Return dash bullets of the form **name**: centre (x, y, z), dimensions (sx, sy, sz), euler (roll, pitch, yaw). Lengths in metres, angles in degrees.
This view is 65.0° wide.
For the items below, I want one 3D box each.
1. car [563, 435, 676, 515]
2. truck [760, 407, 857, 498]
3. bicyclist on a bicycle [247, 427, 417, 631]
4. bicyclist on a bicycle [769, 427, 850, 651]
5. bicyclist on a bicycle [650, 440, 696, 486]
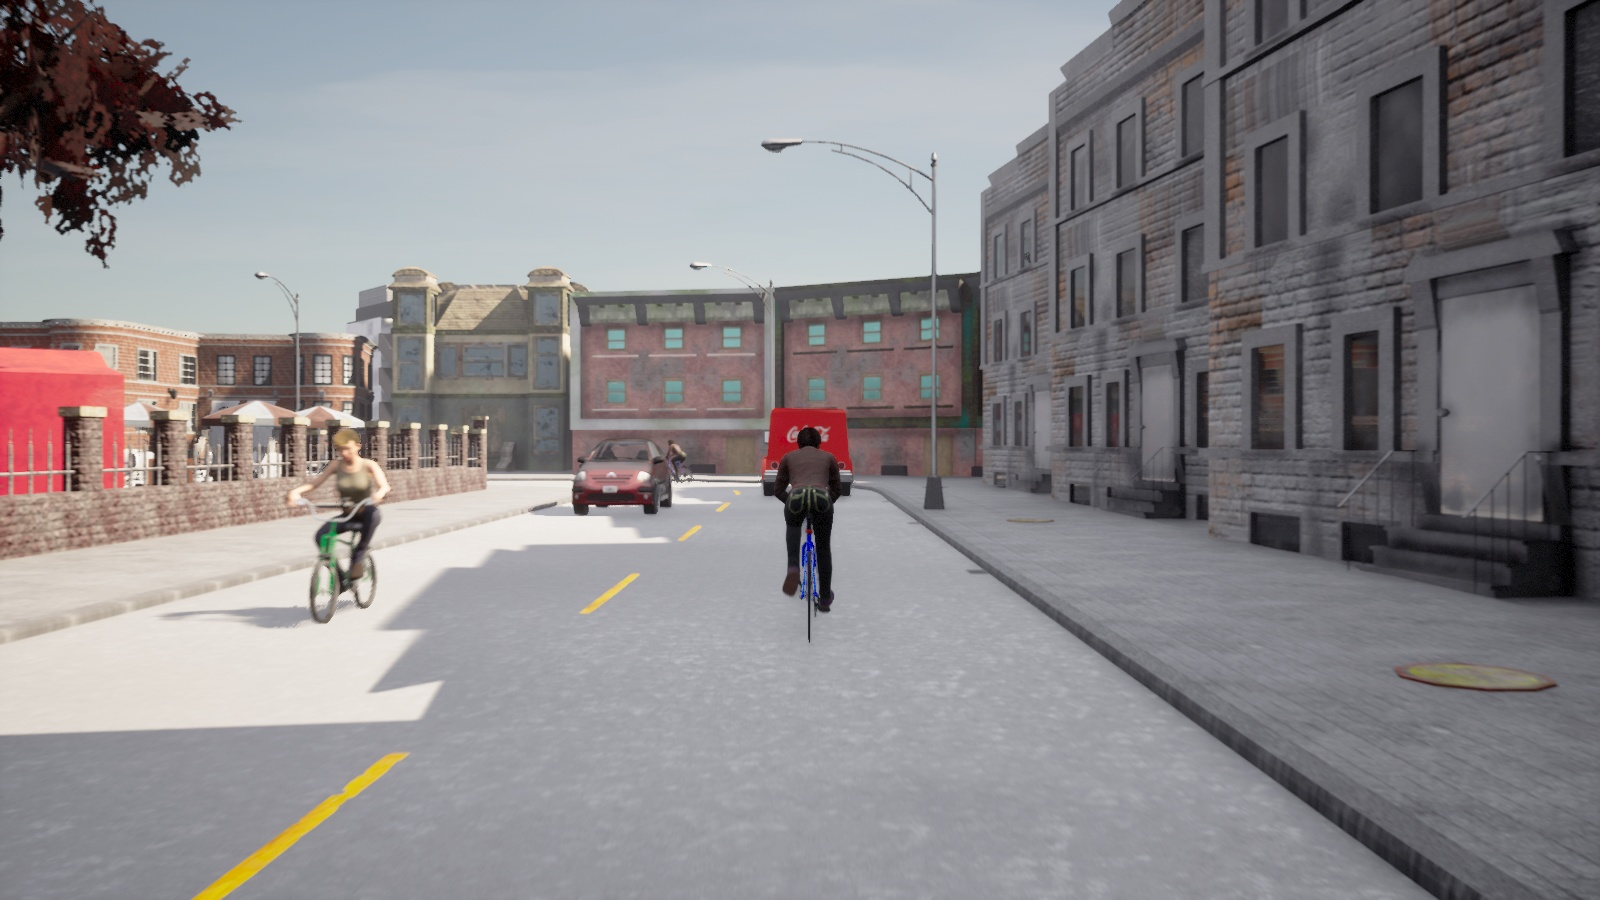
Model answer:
- **car**: centre (-3.825, 0.488, 27.254), dimensions (1.851, 1.617, 3.988), euler (0, 0, 0)
- **truck**: centre (0.159, 0.053, 36.879), dimensions (2.627, 2.467, 5.204), euler (0, 0, -1)
- **bicyclist on a bicycle**: centre (-3.924, 0.620, 10.669), dimensions (0.866, 1.612, 1.509), euler (0, 0, 0)
- **bicyclist on a bicycle**: centre (0.072, 0.643, 9.925), dimensions (0.582, 1.620, 1.656), euler (0, 0, 0)
- **bicyclist on a bicycle**: centre (-4.571, 0.443, 45.165), dimensions (1.656, 1.620, 0.582), euler (0, 1, 35)
